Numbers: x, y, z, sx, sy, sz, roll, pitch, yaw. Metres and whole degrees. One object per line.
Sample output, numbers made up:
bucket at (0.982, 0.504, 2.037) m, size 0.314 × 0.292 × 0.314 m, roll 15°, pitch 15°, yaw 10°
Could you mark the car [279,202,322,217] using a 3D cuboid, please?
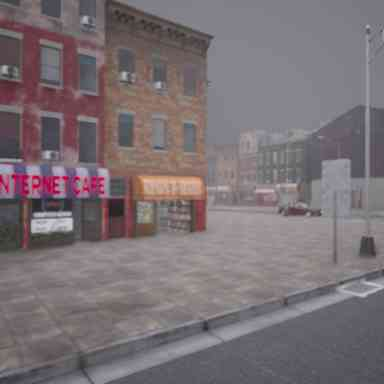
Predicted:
car at (10.477, 1.668, 32.078) m, size 1.887 × 1.381 × 4.507 m, roll -1°, pitch 0°, yaw -36°
